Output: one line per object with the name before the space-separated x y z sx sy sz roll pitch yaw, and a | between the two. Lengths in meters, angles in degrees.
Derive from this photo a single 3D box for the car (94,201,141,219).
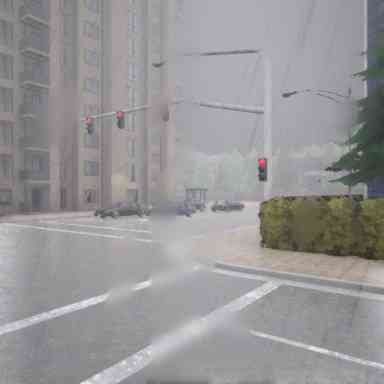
car | -6.042 1.547 29.480 2.033 1.411 5.357 0 0 36

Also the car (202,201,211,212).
car | -0.348 1.491 37.276 2.128 1.511 4.902 0 0 36

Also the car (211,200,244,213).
car | 4.005 1.601 37.300 1.895 1.301 4.718 0 0 36

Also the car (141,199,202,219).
car | -1.706 1.547 29.485 2.033 1.411 5.357 0 0 36
